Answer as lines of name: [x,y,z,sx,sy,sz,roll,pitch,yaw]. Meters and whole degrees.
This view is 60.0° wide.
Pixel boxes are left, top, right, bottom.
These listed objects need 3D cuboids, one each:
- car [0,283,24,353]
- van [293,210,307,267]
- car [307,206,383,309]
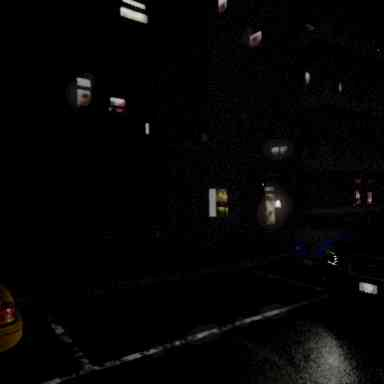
car: [-4.461,1.527,3.392,4.829,1.417,1.752,0,-1,-35]
van: [4.761,1.329,9.974,3.998,1.788,1.690,0,-1,-35]
car: [5.124,1.211,7.034,5.566,2.045,2.150,0,0,-35]
